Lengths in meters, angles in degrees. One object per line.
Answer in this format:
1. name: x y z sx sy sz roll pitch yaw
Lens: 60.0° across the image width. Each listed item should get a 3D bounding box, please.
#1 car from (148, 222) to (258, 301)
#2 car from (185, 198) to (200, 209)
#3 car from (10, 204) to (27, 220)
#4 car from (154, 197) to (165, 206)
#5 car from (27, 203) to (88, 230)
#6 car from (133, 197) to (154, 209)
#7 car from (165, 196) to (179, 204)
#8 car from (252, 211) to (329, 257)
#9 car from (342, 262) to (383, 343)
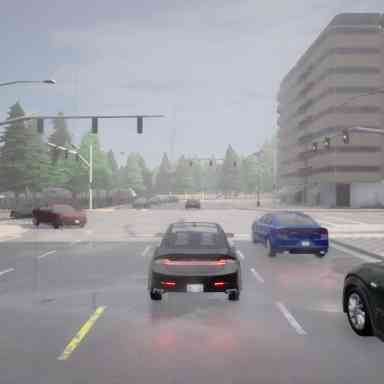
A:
1. car: 0.068 1.492 8.325 2.128 1.511 4.902 0 0 0
2. car: 0.106 1.564 46.571 1.994 1.385 4.181 0 0 1
3. car: -13.000 1.613 28.178 4.181 1.385 1.994 0 0 0
4. car: -6.356 1.525 56.307 1.812 1.442 4.674 0 0 8
5. car: -8.517 1.478 21.360 5.008 1.535 1.882 0 -2 45
6. car: -6.975 1.526 46.403 1.812 1.442 4.674 0 0 2
7. car: -4.211 1.505 66.276 1.837 1.490 4.892 0 0 20
8. car: 3.588 1.478 12.970 1.882 1.535 5.008 0 0 0
9. car: 3.601 1.352 3.818 2.097 1.767 4.553 0 0 0
